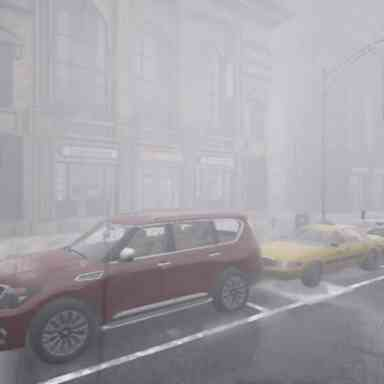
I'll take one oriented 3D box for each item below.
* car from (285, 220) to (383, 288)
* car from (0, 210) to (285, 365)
[{"bbox_3d":[3.547,1.487,9.170,4.829,1.417,1.752,0,0,-35],"label":"car"},{"bbox_3d":[-0.878,1.303,6.016,5.009,1.841,2.192,0,0,-35],"label":"car"}]
